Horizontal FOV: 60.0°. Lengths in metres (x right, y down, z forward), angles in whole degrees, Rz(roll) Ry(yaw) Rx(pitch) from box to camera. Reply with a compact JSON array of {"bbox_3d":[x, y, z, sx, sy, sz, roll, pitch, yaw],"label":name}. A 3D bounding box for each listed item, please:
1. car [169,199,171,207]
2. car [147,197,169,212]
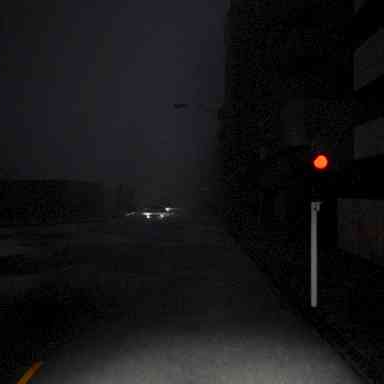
[{"bbox_3d":[-4.178,1.503,49.536,1.837,1.490,4.892,0,0,1],"label":"car"},{"bbox_3d":[-4.187,1.476,39.509,1.882,1.535,5.008,0,0,0],"label":"car"}]
